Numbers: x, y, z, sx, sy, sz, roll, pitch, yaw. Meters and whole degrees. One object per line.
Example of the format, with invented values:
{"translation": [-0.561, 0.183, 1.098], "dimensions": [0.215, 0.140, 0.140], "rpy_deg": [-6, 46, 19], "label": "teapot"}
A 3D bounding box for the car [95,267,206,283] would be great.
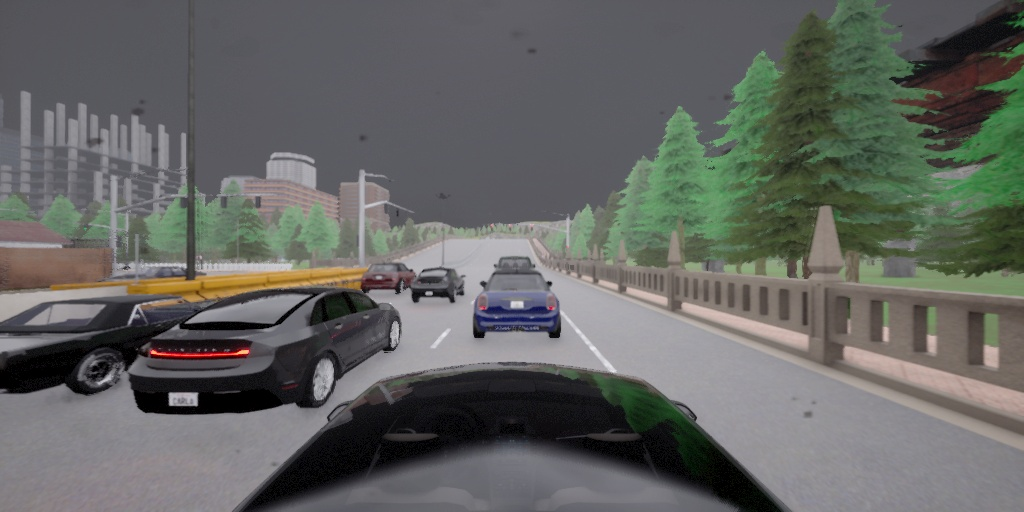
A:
{"translation": [-20.968, 1.336, 21.221], "dimensions": [2.033, 1.411, 5.357], "rpy_deg": [0, 0, 0], "label": "car"}

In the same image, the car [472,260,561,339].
{"translation": [0.119, 1.120, 10.282], "dimensions": [2.097, 1.767, 4.553], "rpy_deg": [0, 0, 0], "label": "car"}

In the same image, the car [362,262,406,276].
{"translation": [-6.893, 1.140, 20.653], "dimensions": [2.097, 1.767, 4.553], "rpy_deg": [0, 0, -1], "label": "car"}

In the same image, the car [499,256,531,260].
{"translation": [0.146, 1.008, 19.773], "dimensions": [2.150, 2.045, 5.566], "rpy_deg": [0, 0, 0], "label": "car"}

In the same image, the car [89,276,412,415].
{"translation": [-3.390, 1.261, 6.129], "dimensions": [1.837, 1.490, 4.892], "rpy_deg": [0, -1, 0], "label": "car"}

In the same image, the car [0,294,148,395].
{"translation": [-6.893, 1.360, 6.626], "dimensions": [1.895, 1.301, 4.718], "rpy_deg": [0, 0, 1], "label": "car"}

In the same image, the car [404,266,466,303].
{"translation": [-3.361, 1.285, 16.960], "dimensions": [1.837, 1.490, 4.892], "rpy_deg": [0, 0, 0], "label": "car"}
